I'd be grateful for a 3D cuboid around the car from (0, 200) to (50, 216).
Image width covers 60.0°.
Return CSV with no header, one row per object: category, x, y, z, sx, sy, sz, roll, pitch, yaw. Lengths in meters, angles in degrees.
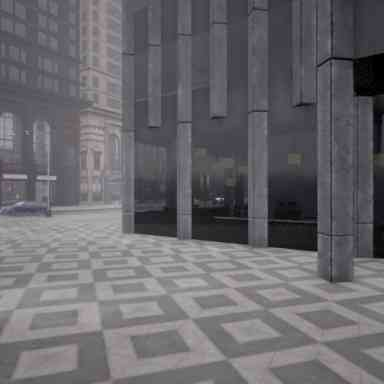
car,-16.577,1.583,33.158,1.812,1.442,4.674,0,0,35
